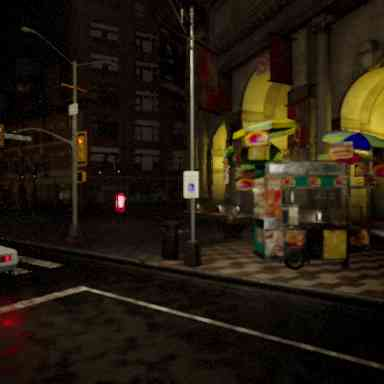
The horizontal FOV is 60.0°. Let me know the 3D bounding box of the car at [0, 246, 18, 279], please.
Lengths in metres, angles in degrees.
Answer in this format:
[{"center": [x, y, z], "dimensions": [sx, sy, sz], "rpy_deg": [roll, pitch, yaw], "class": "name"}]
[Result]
[{"center": [-6.642, 1.630, 8.728], "dimensions": [4.718, 1.301, 1.895], "rpy_deg": [0, 0, 36], "class": "car"}]
